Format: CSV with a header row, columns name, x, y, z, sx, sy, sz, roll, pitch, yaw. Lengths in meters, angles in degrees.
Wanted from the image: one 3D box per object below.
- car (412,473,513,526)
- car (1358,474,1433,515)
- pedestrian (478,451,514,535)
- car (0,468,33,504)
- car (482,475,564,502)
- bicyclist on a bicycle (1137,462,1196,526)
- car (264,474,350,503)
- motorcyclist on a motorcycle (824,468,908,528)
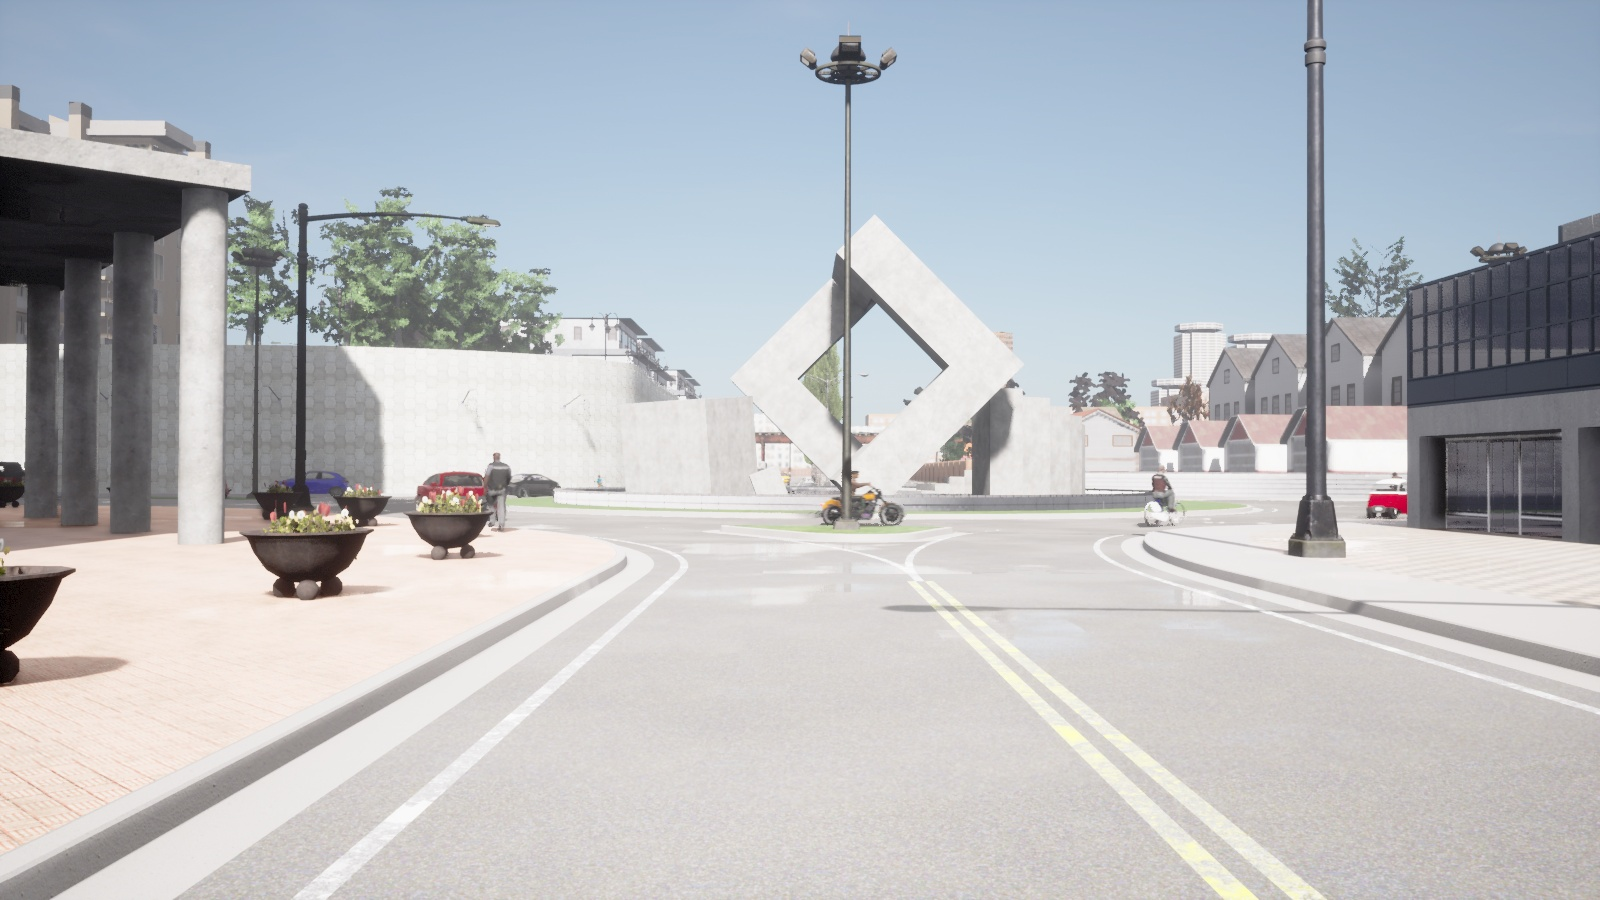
name,x,y,z,sx,sy,sz,roll,pitch,yaw
car,-10.697,1.498,39.564,1.882,1.535,5.008,0,-1,-30
car,20.509,1.512,43.238,2.207,1.376,1.481,0,-1,-39
pedestrian,-6.916,0.967,28.571,0.563,1.883,0.849,0,-1,-31
car,-43.112,1.896,66.424,3.866,1.878,1.905,0,-1,1
car,-14.811,2.067,67.404,1.994,1.385,4.181,-1,-1,31
bicyclist on a bicycle,10.471,1.243,35.809,1.843,1.776,0.659,0,0,-38
car,-26.619,2.072,67.916,4.193,1.474,1.816,0,-1,-16
motorcyclist on a motorcycle,1.862,1.349,35.322,2.350,1.649,0.766,0,-1,5
